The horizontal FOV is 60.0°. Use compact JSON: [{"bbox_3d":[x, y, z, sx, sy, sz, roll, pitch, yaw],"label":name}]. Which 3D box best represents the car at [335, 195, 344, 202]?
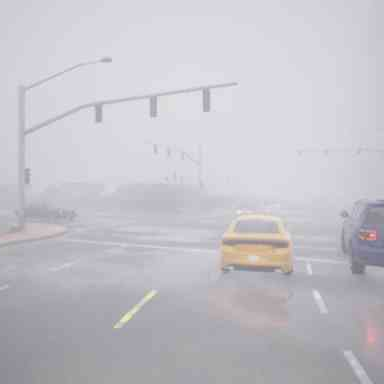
[{"bbox_3d":[34.613,1.386,77.971,1.882,1.535,5.008,0,0,23],"label":"car"}]

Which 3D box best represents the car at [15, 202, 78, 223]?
[{"bbox_3d":[-11.097,1.562,25.434,4.718,1.301,1.895,0,0,24],"label":"car"}]

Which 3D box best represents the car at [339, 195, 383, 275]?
[{"bbox_3d":[5.899,1.212,10.140,2.150,2.045,5.566,0,0,21],"label":"car"}]

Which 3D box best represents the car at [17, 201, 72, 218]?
[{"bbox_3d":[-13.401,1.544,30.273,4.718,1.301,1.895,0,0,24],"label":"car"}]

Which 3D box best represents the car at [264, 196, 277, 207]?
[{"bbox_3d":[11.107,1.434,50.272,1.812,1.442,4.674,0,0,24],"label":"car"}]

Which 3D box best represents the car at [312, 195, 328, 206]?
[{"bbox_3d":[21.031,1.403,55.109,1.882,1.535,5.008,0,0,23],"label":"car"}]

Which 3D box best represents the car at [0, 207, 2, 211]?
[{"bbox_3d":[-21.465,1.475,33.837,4.181,1.385,1.994,0,0,24],"label":"car"}]

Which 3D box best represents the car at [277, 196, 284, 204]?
[{"bbox_3d":[15.307,1.389,59.819,2.128,1.511,4.902,0,0,24],"label":"car"}]

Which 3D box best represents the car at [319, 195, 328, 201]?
[{"bbox_3d":[30.745,1.422,77.843,1.812,1.442,4.674,0,0,23],"label":"car"}]

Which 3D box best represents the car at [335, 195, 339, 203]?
[{"bbox_3d":[30.530,1.459,68.521,2.033,1.411,5.357,0,0,23],"label":"car"}]

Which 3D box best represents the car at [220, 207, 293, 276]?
[{"bbox_3d":[2.104,1.458,10.491,1.882,1.535,5.008,0,0,14],"label":"car"}]

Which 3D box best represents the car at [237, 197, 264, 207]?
[{"bbox_3d":[7.035,1.467,40.871,2.033,1.411,5.357,0,0,23],"label":"car"}]
